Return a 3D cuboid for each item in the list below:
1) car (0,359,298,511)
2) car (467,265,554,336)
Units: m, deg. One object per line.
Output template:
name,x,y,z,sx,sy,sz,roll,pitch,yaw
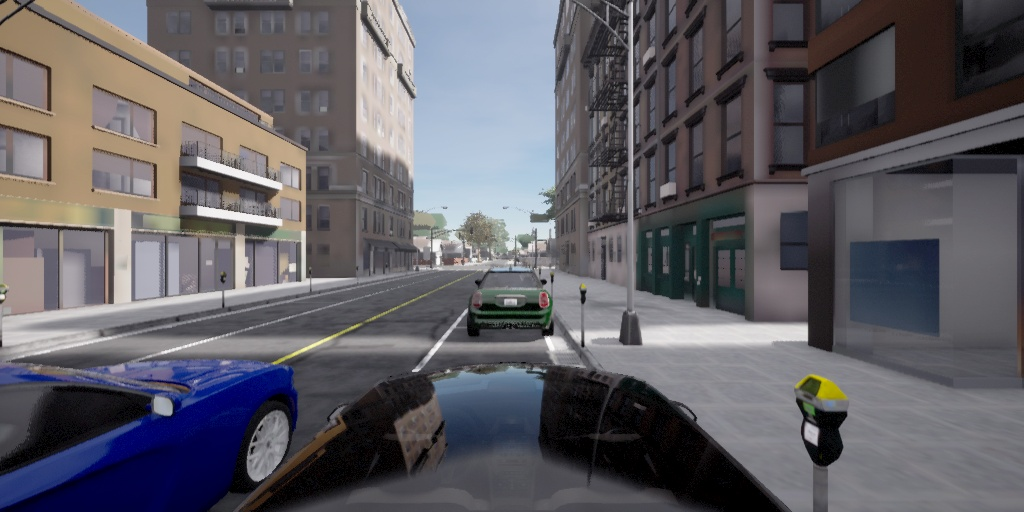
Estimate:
car,-3.020,1.221,1.499,1.882,1.535,5.008,0,0,0
car,-0.033,1.093,10.470,2.097,1.767,4.553,0,0,0
